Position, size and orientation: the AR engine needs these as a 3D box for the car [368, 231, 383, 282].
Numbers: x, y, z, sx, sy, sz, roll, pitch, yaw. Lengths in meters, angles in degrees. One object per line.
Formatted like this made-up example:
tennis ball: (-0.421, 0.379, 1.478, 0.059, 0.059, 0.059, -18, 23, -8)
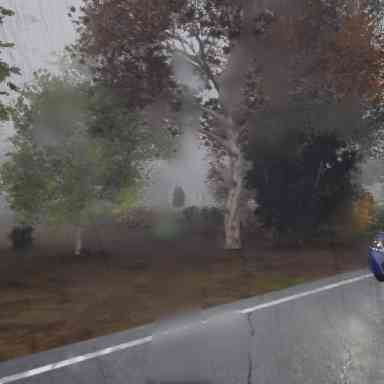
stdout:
car: (6.794, 1.219, 8.534, 5.566, 2.045, 2.150, 0, 0, -36)
